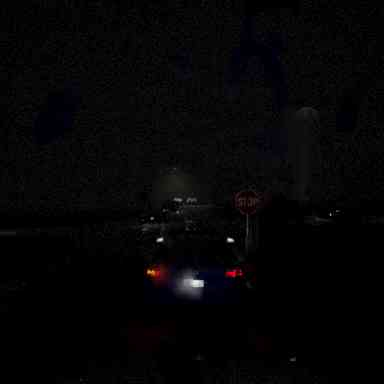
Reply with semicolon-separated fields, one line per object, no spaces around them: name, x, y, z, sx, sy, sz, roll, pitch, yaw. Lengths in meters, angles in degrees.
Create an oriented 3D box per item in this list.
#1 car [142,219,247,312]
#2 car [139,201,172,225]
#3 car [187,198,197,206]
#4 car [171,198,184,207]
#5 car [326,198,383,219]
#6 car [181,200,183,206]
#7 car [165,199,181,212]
car;0.072;1.575;7.827;1.994;1.385;4.181;0;0;1
car;-2.871;1.718;25.926;1.994;1.385;4.181;-1;0;0
car;-0.028;1.946;68.668;2.097;1.767;4.553;0;-1;0
car;-2.800;2.031;65.367;2.128;1.511;4.902;0;-1;1
car;12.545;1.145;23.834;5.357;1.411;2.033;-2;-1;-2
car;-2.845;1.933;52.604;1.895;1.301;4.718;0;-1;0
car;-2.863;1.740;41.938;2.033;1.411;5.357;0;-1;0
